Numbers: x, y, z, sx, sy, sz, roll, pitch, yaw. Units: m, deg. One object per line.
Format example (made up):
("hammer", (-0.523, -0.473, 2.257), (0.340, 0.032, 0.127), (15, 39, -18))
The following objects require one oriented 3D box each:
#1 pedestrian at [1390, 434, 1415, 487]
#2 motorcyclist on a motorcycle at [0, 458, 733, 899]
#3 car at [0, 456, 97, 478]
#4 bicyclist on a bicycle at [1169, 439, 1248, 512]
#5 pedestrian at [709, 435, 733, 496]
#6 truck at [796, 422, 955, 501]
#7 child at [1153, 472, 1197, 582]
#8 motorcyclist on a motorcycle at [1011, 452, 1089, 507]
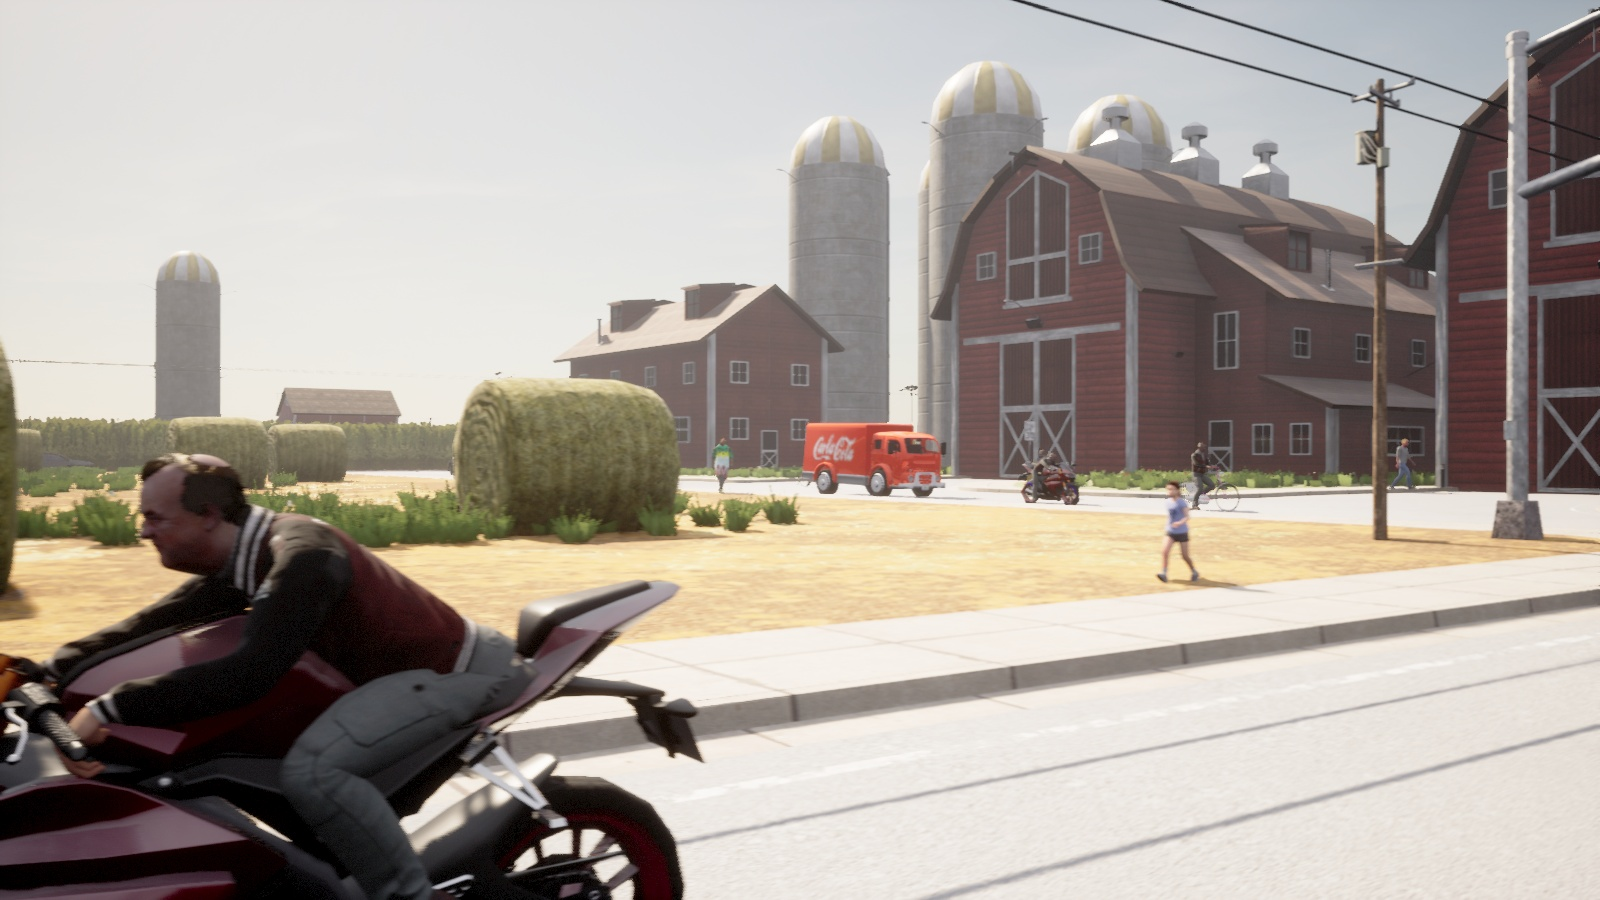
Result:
("pedestrian", (20.841, 0.369, 43.443), (0.354, 1.836, 0.706), (0, 0, -40))
("motorcyclist on a motorcycle", (-1.309, 0.789, 2.748), (2.191, 1.530, 0.866), (0, 0, -35))
("car", (-49.761, 1.101, 83.216), (5.357, 1.411, 2.033), (0, 0, -35))
("bicyclist on a bicycle", (10.331, 0.640, 31.799), (0.659, 1.776, 1.843), (0, -1, -36))
("pedestrian", (-2.558, 0.483, 40.588), (0.659, 1.952, 0.873), (0, 0, -10))
("truck", (2.484, 0.308, 42.646), (2.627, 2.467, 5.204), (0, 1, -36))
("child", (3.872, 0.783, 12.973), (0.394, 1.110, 0.255), (0, 0, -40))
("motorcyclist on a motorcycle", (7.181, 0.827, 36.156), (0.866, 1.530, 2.191), (0, 0, -36))
